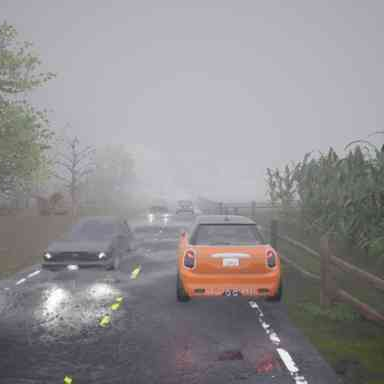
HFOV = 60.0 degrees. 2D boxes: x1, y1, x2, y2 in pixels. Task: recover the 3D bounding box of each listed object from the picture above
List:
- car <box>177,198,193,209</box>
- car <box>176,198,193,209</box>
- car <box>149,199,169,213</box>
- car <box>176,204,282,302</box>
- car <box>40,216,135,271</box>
[{"bbox_3d":[-0.921,1.530,44.934,1.994,1.385,4.181,0,0,-1],"label":"car"},{"bbox_3d":[-0.691,1.528,34.423,2.033,1.411,5.357,0,0,-1],"label":"car"},{"bbox_3d":[-3.544,1.456,36.154,1.882,1.535,5.008,0,0,-1],"label":"car"},{"bbox_3d":[0.716,1.350,8.437,2.097,1.767,4.553,0,0,-1],"label":"car"},{"bbox_3d":[-3.094,1.546,11.147,2.033,1.411,5.357,0,0,-1],"label":"car"}]
